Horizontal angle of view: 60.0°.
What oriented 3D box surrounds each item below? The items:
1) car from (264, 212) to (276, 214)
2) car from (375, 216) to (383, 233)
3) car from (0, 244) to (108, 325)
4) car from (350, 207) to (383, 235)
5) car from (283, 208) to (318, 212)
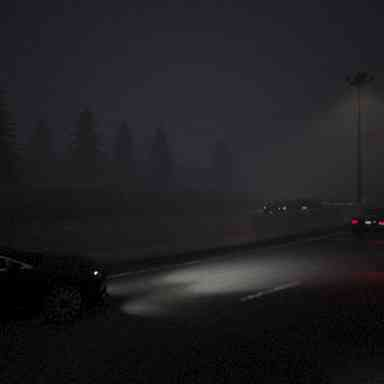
[{"bbox_3d":[8.640,1.545,32.280,1.895,1.301,4.718,0,0,38],"label":"car"},{"bbox_3d":[7.611,1.485,10.337,4.674,1.442,1.812,0,0,-42],"label":"car"},{"bbox_3d":[-3.878,1.509,5.462,4.902,1.511,2.128,0,0,-36],"label":"car"},{"bbox_3d":[10.081,1.491,17.568,2.033,1.411,5.357,0,0,44],"label":"car"},{"bbox_3d":[9.188,1.296,27.462,2.097,1.767,4.553,0,0,39],"label":"car"}]
